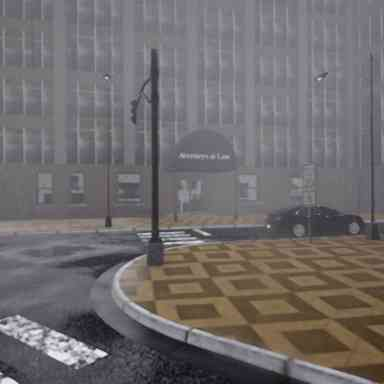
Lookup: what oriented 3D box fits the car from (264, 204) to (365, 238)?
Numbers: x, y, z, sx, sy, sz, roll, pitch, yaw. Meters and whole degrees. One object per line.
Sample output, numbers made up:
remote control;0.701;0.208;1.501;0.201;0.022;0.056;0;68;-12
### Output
car;5.914;1.325;16.022;4.892;1.490;1.837;0;0;-14
